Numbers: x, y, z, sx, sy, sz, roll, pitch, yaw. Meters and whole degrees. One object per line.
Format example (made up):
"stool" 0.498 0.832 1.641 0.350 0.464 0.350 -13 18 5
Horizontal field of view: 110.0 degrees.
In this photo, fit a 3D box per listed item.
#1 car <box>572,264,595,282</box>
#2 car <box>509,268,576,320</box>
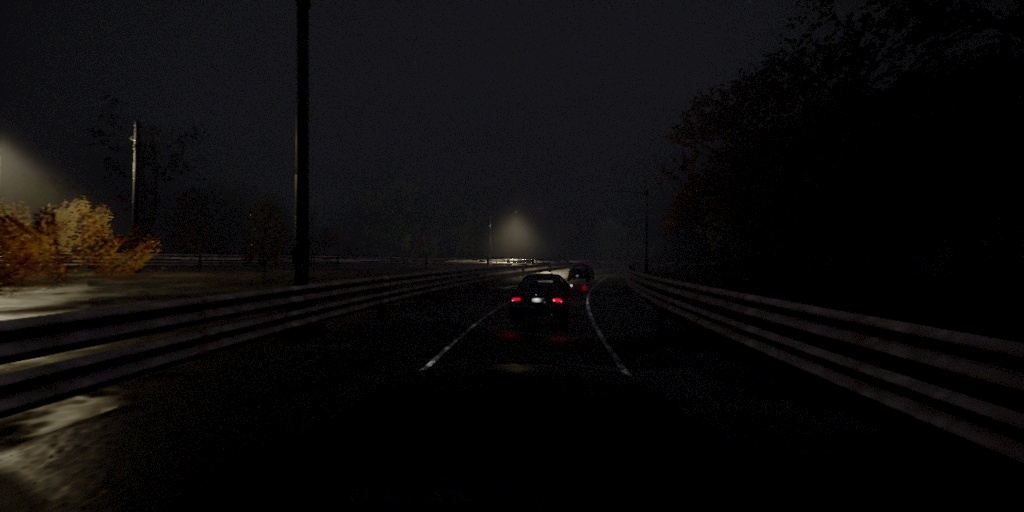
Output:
"car" 6.100 1.456 31.586 1.812 1.442 4.674 0 0 19
"car" 1.160 1.342 12.846 2.033 1.411 5.357 0 0 10
